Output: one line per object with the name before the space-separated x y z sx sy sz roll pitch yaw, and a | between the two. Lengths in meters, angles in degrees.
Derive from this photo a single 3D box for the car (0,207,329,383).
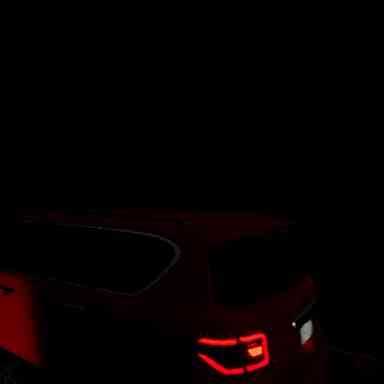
car | -1.247 1.213 4.266 5.566 2.045 2.150 0 0 35
